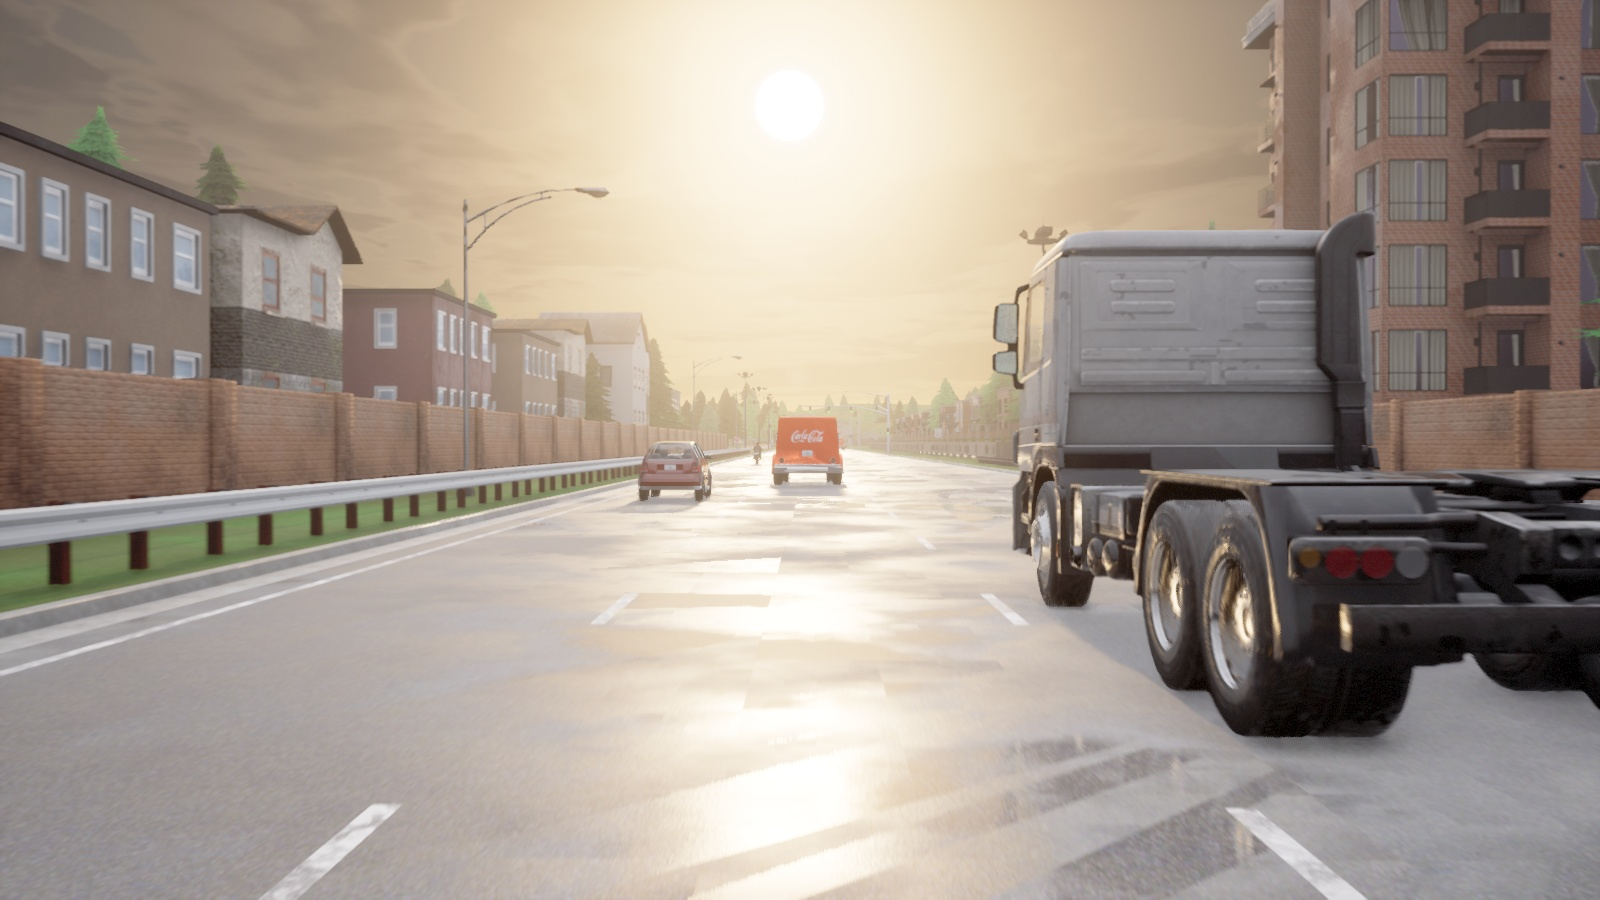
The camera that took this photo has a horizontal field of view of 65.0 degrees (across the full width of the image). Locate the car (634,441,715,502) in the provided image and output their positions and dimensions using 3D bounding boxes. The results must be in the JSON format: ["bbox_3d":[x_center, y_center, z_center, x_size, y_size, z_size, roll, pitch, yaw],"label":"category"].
[{"bbox_3d":[-3.294,0.534,33.611,1.789,1.549,3.705,0,0,0],"label":"car"}]

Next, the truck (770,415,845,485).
[{"bbox_3d":[0.282,-0.003,46.914,2.627,2.467,5.204,0,0,0],"label":"truck"}]

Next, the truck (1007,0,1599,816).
[{"bbox_3d":[3.567,-0.283,9.003,2.891,3.462,7.936,0,0,0],"label":"truck"}]
